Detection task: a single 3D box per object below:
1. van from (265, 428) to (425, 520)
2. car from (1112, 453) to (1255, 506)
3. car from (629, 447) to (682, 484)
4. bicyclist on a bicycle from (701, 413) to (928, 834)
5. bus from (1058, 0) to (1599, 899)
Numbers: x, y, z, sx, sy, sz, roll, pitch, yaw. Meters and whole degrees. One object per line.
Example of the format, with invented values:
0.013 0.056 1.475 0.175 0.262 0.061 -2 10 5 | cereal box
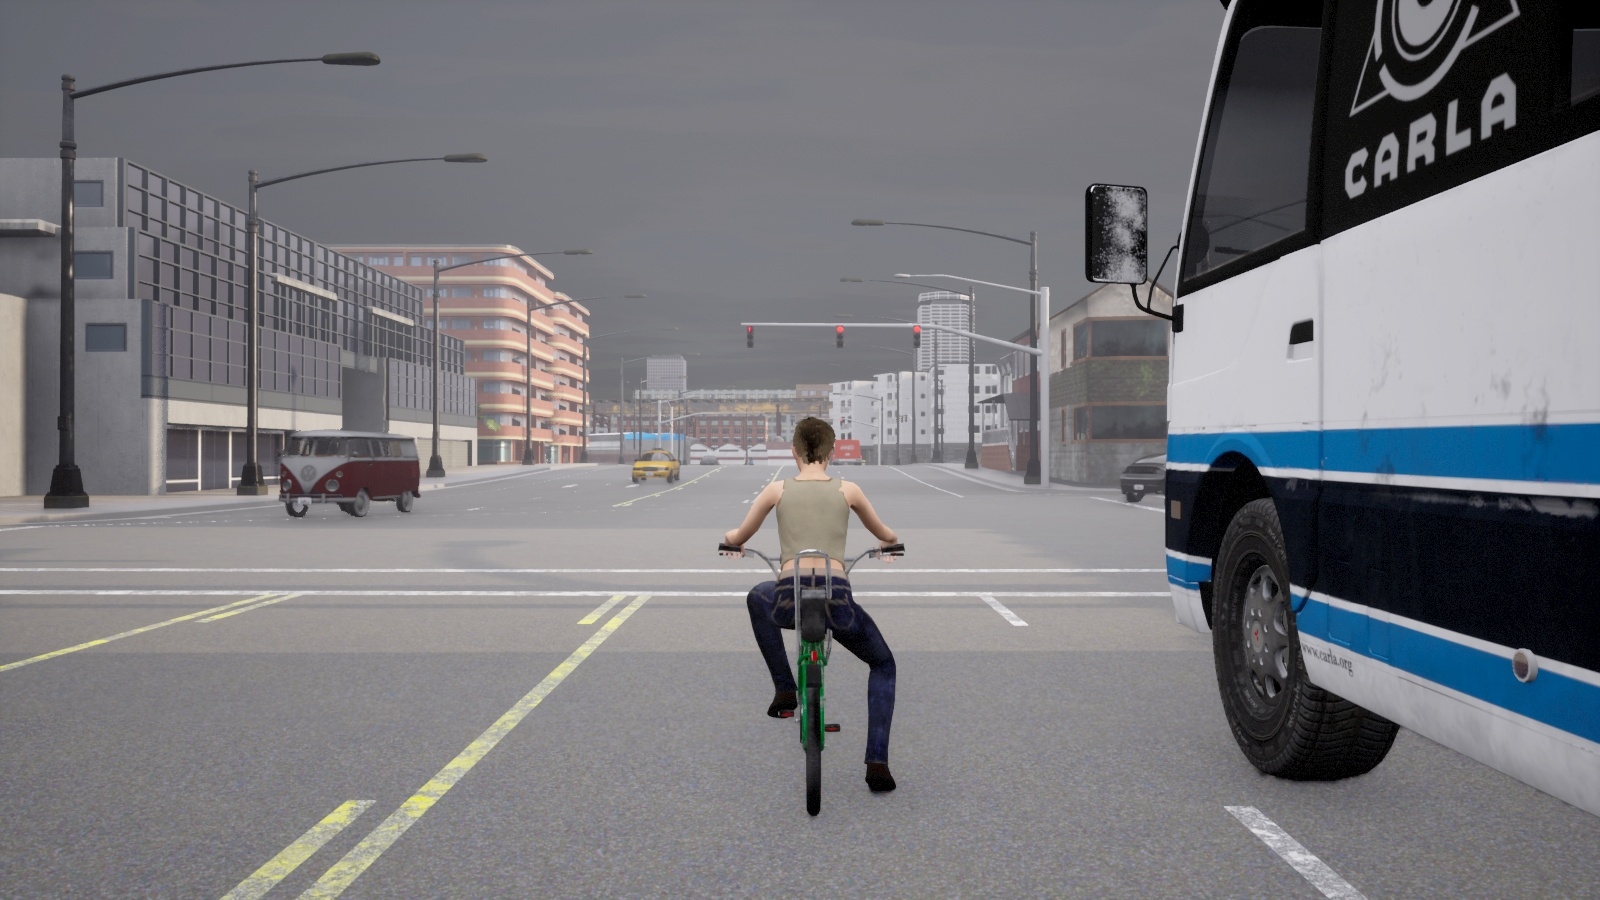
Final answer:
-10.546 0.524 29.482 1.775 1.987 4.442 0 0 5 | van
11.541 0.852 37.615 4.892 1.490 1.837 1 0 -42 | car
-6.652 0.661 58.354 1.801 1.575 5.366 0 1 0 | car
0.053 0.663 5.561 0.866 1.612 1.509 0 0 0 | bicyclist on a bicycle
3.564 -0.636 2.680 3.944 4.253 10.273 0 0 0 | bus
